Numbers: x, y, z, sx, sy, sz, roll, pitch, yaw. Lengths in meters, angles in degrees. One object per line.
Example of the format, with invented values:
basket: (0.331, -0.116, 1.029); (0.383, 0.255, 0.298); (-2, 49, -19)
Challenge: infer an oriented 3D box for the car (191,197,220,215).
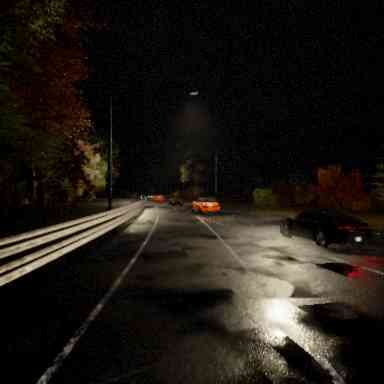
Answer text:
car: (1.297, 1.332, 34.316); (2.097, 1.767, 4.553); (0, 0, -13)

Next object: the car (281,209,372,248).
car: (5.745, 1.523, 14.886); (1.837, 1.490, 4.892); (2, 0, -13)

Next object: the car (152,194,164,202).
car: (-7.463, 1.187, 72.814); (2.097, 1.767, 4.553); (0, 0, -13)

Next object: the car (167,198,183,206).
car: (-2.700, 1.529, 51.891); (1.895, 1.301, 4.718); (0, 0, -13)
